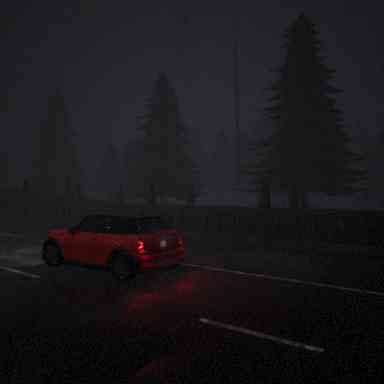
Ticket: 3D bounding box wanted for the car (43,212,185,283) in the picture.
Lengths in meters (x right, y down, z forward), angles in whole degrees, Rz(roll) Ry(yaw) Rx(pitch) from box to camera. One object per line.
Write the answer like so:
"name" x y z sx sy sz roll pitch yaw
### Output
"car" -2.488 1.391 10.041 4.553 1.767 2.097 0 0 35
